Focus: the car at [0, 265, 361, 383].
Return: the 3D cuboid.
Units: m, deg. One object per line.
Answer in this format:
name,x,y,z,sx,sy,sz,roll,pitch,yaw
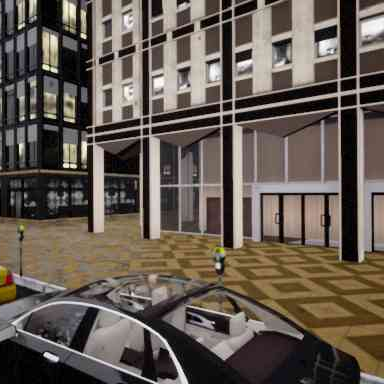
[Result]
car,-0.680,1.551,3.367,4.403,1.369,2.008,0,0,36
